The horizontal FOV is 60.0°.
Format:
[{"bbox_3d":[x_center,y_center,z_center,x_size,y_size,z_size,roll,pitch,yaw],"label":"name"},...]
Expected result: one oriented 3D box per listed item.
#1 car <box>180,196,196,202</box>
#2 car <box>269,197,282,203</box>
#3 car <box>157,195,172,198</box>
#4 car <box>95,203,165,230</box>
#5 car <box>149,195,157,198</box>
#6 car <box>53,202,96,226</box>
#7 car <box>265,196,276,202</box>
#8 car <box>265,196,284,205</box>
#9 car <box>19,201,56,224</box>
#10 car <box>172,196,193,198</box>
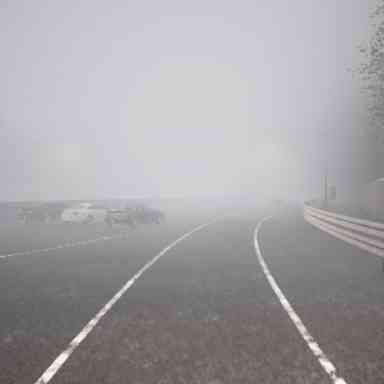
[{"bbox_3d":[-0.890,1.652,82.907,2.128,1.511,4.902,0,0,26],"label":"car"},{"bbox_3d":[19.202,1.744,76.214,1.895,1.301,4.718,0,0,26],"label":"car"},{"bbox_3d":[-4.631,1.625,67.166,1.994,1.385,4.181,0,0,26],"label":"car"},{"bbox_3d":[-3.496,1.457,21.200,2.128,1.511,4.902,1,0,26],"label":"car"},{"bbox_3d":[-7.784,1.425,68.685,2.097,1.767,4.553,0,0,26],"label":"car"},{"bbox_3d":[-6.729,1.460,22.587,1.812,1.442,4.674,0,0,26],"label":"car"},{"bbox_3d":[20.363,1.707,86.633,1.812,1.442,4.674,0,0,26],"label":"car"},{"bbox_3d":[15.238,1.584,60.019,2.128,1.511,4.902,0,0,26],"label":"car"},{"bbox_3d":[-9.928,1.439,24.011,1.837,1.490,4.892,0,0,26],"label":"car"},{"bbox_3d":[-1.418,1.552,65.781,1.882,1.535,5.008,0,0,26],"label":"car"}]
